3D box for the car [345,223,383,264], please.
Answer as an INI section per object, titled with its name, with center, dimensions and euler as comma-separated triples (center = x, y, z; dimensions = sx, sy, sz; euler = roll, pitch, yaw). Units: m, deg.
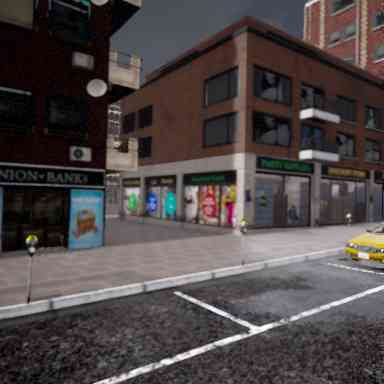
[car]
center = 6.956, 1.534, 11.035
dimensions = 4.829, 1.417, 1.752
euler = 0, 2, -35
